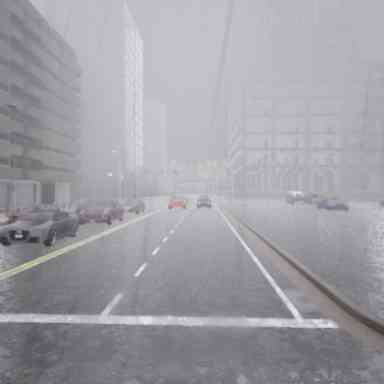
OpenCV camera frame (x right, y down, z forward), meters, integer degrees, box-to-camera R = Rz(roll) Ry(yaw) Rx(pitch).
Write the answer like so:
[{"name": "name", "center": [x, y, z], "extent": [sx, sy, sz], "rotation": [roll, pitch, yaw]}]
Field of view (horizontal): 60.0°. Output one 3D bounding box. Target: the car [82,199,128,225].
[{"name": "car", "center": [-6.285, 1.285, 23.533], "extent": [2.097, 1.767, 4.553], "rotation": [0, 0, 2]}]

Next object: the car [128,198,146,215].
[{"name": "car", "center": [-5.900, 1.402, 33.410], "extent": [2.128, 1.511, 4.902], "rotation": [0, 0, 2]}]

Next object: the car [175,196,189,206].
[{"name": "car", "center": [-1.584, 1.380, 52.420], "extent": [1.837, 1.490, 4.892], "rotation": [0, 0, 2]}]

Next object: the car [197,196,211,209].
[{"name": "car", "center": [1.573, 1.504, 43.441], "extent": [1.895, 1.301, 4.718], "rotation": [0, 0, 2]}]

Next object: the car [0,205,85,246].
[{"name": "car", "center": [-6.616, 1.516, 14.837], "extent": [1.994, 1.385, 4.181], "rotation": [0, 0, 2]}]

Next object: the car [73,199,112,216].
[{"name": "car", "center": [-9.453, 1.453, 32.191], "extent": [2.033, 1.411, 5.357], "rotation": [0, 0, 2]}]

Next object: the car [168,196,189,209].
[{"name": "car", "center": [-1.835, 1.248, 43.290], "extent": [2.097, 1.767, 4.553], "rotation": [0, 0, 2]}]

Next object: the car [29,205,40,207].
[{"name": "car", "center": [-9.860, 1.530, 21.659], "extent": [1.895, 1.301, 4.718], "rotation": [0, 0, 2]}]

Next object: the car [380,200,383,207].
[{"name": "car", "center": [27.180, 1.347, 44.940], "extent": [1.970, 1.475, 3.806], "rotation": [0, 0, 2]}]
